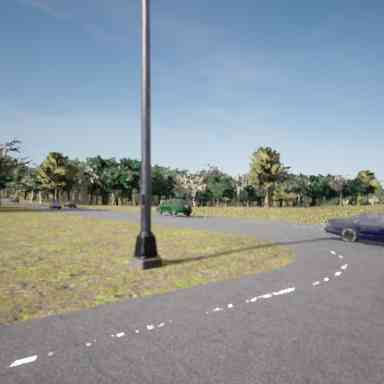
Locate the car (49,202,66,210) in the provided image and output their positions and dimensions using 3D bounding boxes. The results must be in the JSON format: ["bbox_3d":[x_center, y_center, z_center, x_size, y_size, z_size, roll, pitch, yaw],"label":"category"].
[{"bbox_3d":[-25.625,2.620,62.509,2.033,1.411,5.357,2,-2,-29],"label":"car"}]

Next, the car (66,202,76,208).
[{"bbox_3d":[-28.332,3.032,76.956,1.837,1.490,4.892,3,-2,-36],"label":"car"}]

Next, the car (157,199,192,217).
[{"bbox_3d":[-2.197,1.932,40.698,2.150,2.045,5.566,3,-3,-36],"label":"car"}]

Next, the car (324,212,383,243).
[{"bbox_3d":[8.376,1.558,14.018,2.033,1.411,5.357,1,0,-36],"label":"car"}]
